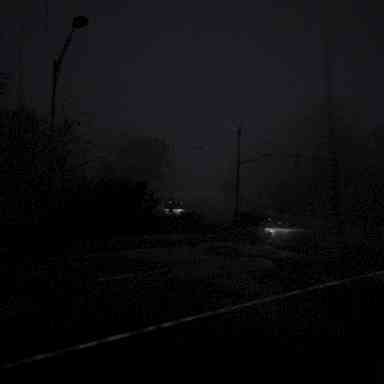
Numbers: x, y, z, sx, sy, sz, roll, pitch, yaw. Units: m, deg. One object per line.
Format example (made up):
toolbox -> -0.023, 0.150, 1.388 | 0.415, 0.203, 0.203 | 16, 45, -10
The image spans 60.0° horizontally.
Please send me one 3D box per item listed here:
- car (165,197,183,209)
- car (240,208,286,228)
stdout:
car -> -2.790, 1.567, 51.032 | 2.097, 1.767, 4.553 | 3, 1, -15
car -> 5.795, 2.115, 27.798 | 1.812, 1.442, 4.674 | 3, -1, -26
